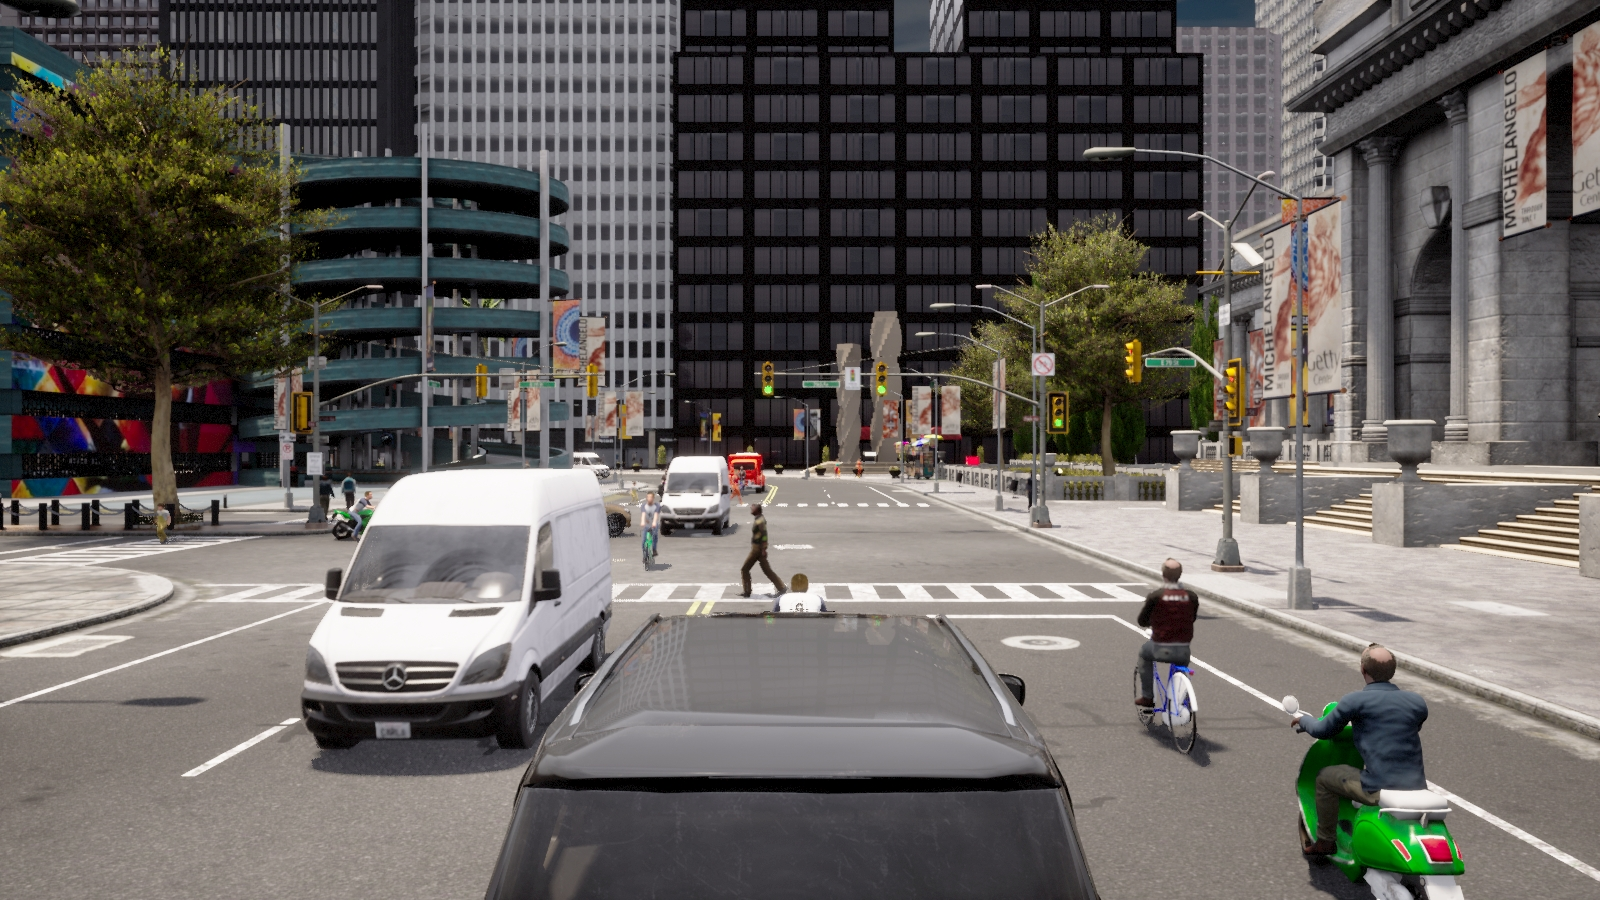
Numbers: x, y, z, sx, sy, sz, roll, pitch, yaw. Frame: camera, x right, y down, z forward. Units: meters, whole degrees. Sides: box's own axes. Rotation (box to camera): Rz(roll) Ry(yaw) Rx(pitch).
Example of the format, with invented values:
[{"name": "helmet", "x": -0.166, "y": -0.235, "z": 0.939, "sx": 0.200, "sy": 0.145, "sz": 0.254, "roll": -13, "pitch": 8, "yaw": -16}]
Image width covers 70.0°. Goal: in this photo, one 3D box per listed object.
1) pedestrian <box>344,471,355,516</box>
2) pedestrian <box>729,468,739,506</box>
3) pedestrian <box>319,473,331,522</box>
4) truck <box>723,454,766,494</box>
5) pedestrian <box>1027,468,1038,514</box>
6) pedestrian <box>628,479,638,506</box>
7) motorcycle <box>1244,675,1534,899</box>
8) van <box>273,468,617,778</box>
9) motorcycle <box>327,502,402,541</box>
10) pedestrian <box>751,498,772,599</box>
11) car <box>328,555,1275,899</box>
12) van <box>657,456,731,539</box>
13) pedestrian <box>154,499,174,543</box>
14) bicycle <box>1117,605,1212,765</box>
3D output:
[{"name": "pedestrian", "x": -18.819, "y": 1.830, "z": 47.694, "sx": 0.375, "sy": 1.860, "sz": 0.375, "roll": 0, "pitch": 0, "yaw": -13}, {"name": "pedestrian", "x": -3.284, "y": 1.826, "z": 56.825, "sx": 0.375, "sy": 1.860, "sz": 0.375, "roll": 0, "pitch": 0, "yaw": 13}, {"name": "pedestrian", "x": -18.430, "y": 1.831, "z": 44.329, "sx": 0.375, "sy": 1.860, "sz": 0.375, "roll": 0, "pitch": 0, "yaw": -14}, {"name": "truck", "x": -3.577, "y": 1.539, "z": 74.779, "sx": 2.627, "sy": 2.467, "sz": 5.204, "roll": 0, "pitch": 0, "yaw": -1}, {"name": "pedestrian", "x": 9.536, "y": 1.678, "z": 46.900, "sx": 0.375, "sy": 1.860, "sz": 0.375, "roll": 0, "pitch": 0, "yaw": -2}, {"name": "pedestrian", "x": -8.330, "y": 2.106, "z": 57.004, "sx": 0.375, "sy": 1.300, "sz": 0.375, "roll": 0, "pitch": 0, "yaw": 37}, {"name": "motorcycle", "x": 3.509, "y": 2.179, "z": 7.029, "sx": 0.856, "sy": 1.236, "sz": 1.805, "roll": 0, "pitch": 0, "yaw": 0}, {"name": "van", "x": -3.512, "y": 1.529, "z": 12.734, "sx": 1.988, "sy": 2.561, "sz": 5.915, "roll": 0, "pitch": 0, "yaw": 0}, {"name": "motorcycle", "x": -13.422, "y": 2.199, "z": 35.256, "sx": 2.033, "sy": 1.145, "sz": 0.803, "roll": 0, "pitch": 0, "yaw": -5}, {"name": "pedestrian", "x": -0.724, "y": 1.841, "z": 21.431, "sx": 0.375, "sy": 1.860, "sz": 0.375, "roll": 0, "pitch": 0, "yaw": 1}, {"name": "car", "x": 0.021, "y": 1.777, "z": 5.375, "sx": 2.150, "sy": 2.045, "sz": 5.566, "roll": 0, "pitch": 0, "yaw": 0}, {"name": "van", "x": -3.516, "y": 1.519, "z": 39.050, "sx": 1.988, "sy": 2.561, "sz": 5.915, "roll": 0, "pitch": 0, "yaw": 0}, {"name": "pedestrian", "x": -18.956, "y": 2.115, "z": 34.043, "sx": 0.375, "sy": 1.300, "sz": 0.375, "roll": 0, "pitch": 0, "yaw": 9}, {"name": "bicycle", "x": 3.483, "y": 2.205, "z": 11.041, "sx": 0.329, "sy": 1.171, "sz": 1.835, "roll": 0, "pitch": 0, "yaw": 0}]
